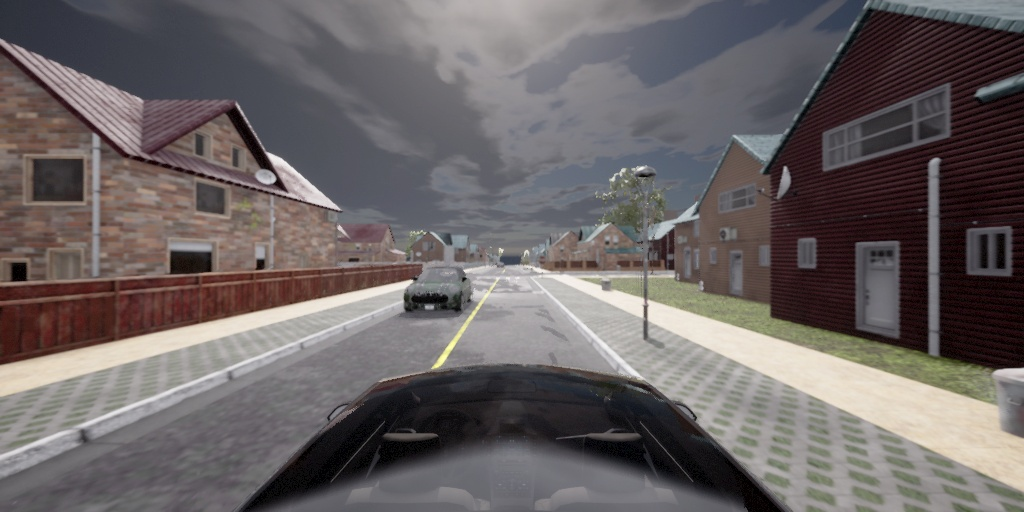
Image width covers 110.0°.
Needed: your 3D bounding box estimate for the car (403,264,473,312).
[{"bbox_3d":[-2.852,1.201,14.634,2.097,1.767,4.553,0,-1,0],"label":"car"}]
